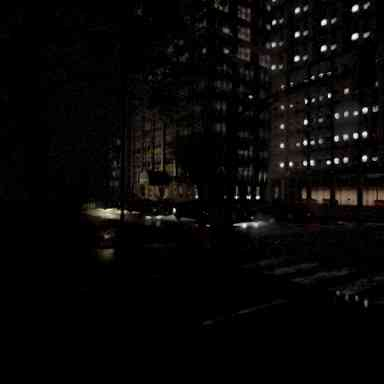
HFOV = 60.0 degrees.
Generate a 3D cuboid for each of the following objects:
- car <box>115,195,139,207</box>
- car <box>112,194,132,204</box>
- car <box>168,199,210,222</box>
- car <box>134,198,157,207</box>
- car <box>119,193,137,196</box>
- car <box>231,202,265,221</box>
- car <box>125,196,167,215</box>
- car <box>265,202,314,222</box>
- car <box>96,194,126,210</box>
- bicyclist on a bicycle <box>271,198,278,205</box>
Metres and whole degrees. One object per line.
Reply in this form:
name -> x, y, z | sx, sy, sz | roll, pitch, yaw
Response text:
car -> -10.404, 1.344, 53.008 | 2.097, 1.767, 4.553 | 1, -1, -34
car -> -13.266, 1.382, 63.128 | 2.097, 1.767, 4.553 | 1, -1, -34
car -> 0.395, 1.432, 25.001 | 1.837, 1.490, 4.892 | 1, 0, -34
car -> -7.741, 1.646, 54.863 | 1.895, 1.301, 4.718 | 1, -1, -34
car -> -8.249, 1.175, 43.788 | 2.150, 2.045, 5.566 | 1, -1, -34
car -> 3.007, 1.527, 26.939 | 2.033, 1.411, 5.357 | 1, -1, -34
car -> -4.820, 1.406, 32.796 | 2.128, 1.511, 4.902 | 1, -1, -34
car -> 7.308, 1.517, 26.741 | 1.882, 1.535, 5.008 | 1, -1, -33
car -> -10.377, 1.378, 41.120 | 1.882, 1.535, 5.008 | 1, -1, -34
bicyclist on a bicycle -> 9.276, 1.450, 37.098 | 1.656, 1.620, 0.582 | 1, 0, -34
